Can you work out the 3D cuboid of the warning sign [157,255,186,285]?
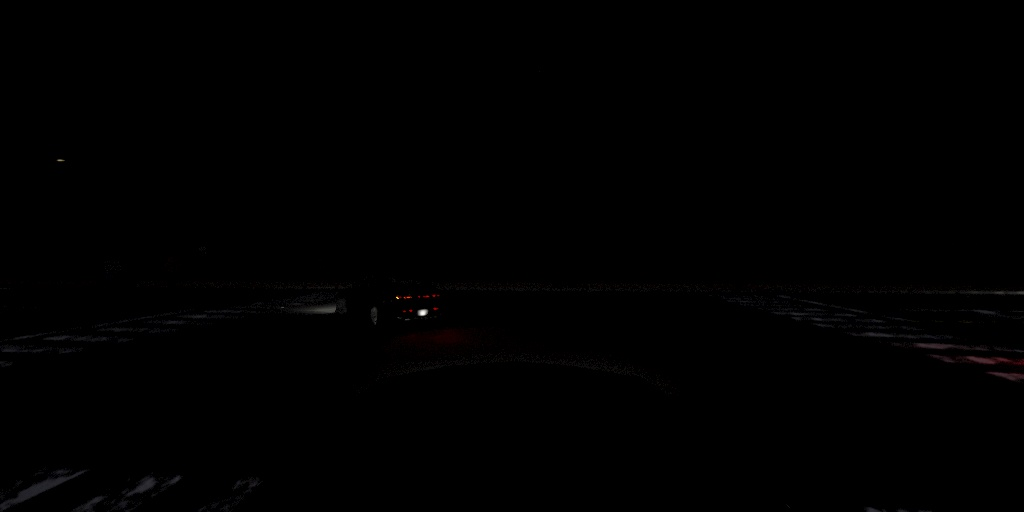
[{"bbox_3d":[-21.411,0.858,22.514,1.060,1.860,1.300,0,0,7],"label":"warning sign"}]

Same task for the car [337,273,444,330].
[{"bbox_3d":[-4.015,1.279,11.497,1.837,1.490,4.892,2,-1,-42],"label":"car"}]
